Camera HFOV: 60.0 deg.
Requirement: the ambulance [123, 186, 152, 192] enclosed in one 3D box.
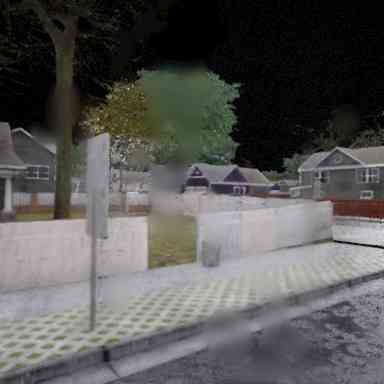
[{"bbox_3d":[-6.778,0.420,43.458,2.351,2.431,6.366,1,0,-36],"label":"ambulance"}]
